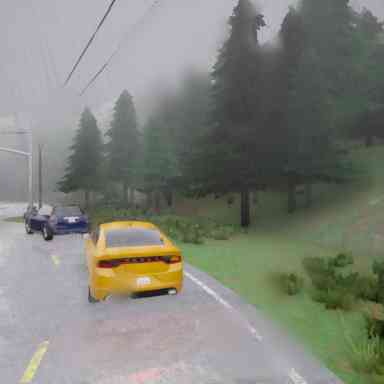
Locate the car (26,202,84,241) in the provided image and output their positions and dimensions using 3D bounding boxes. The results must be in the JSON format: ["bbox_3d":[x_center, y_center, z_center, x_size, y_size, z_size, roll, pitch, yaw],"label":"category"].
[{"bbox_3d":[-6.951,1.352,17.086,2.097,1.767,4.553,0,0,-40],"label":"car"}]

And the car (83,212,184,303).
[{"bbox_3d":[-1.678,1.478,8.441,1.882,1.535,5.008,0,0,-19],"label":"car"}]
